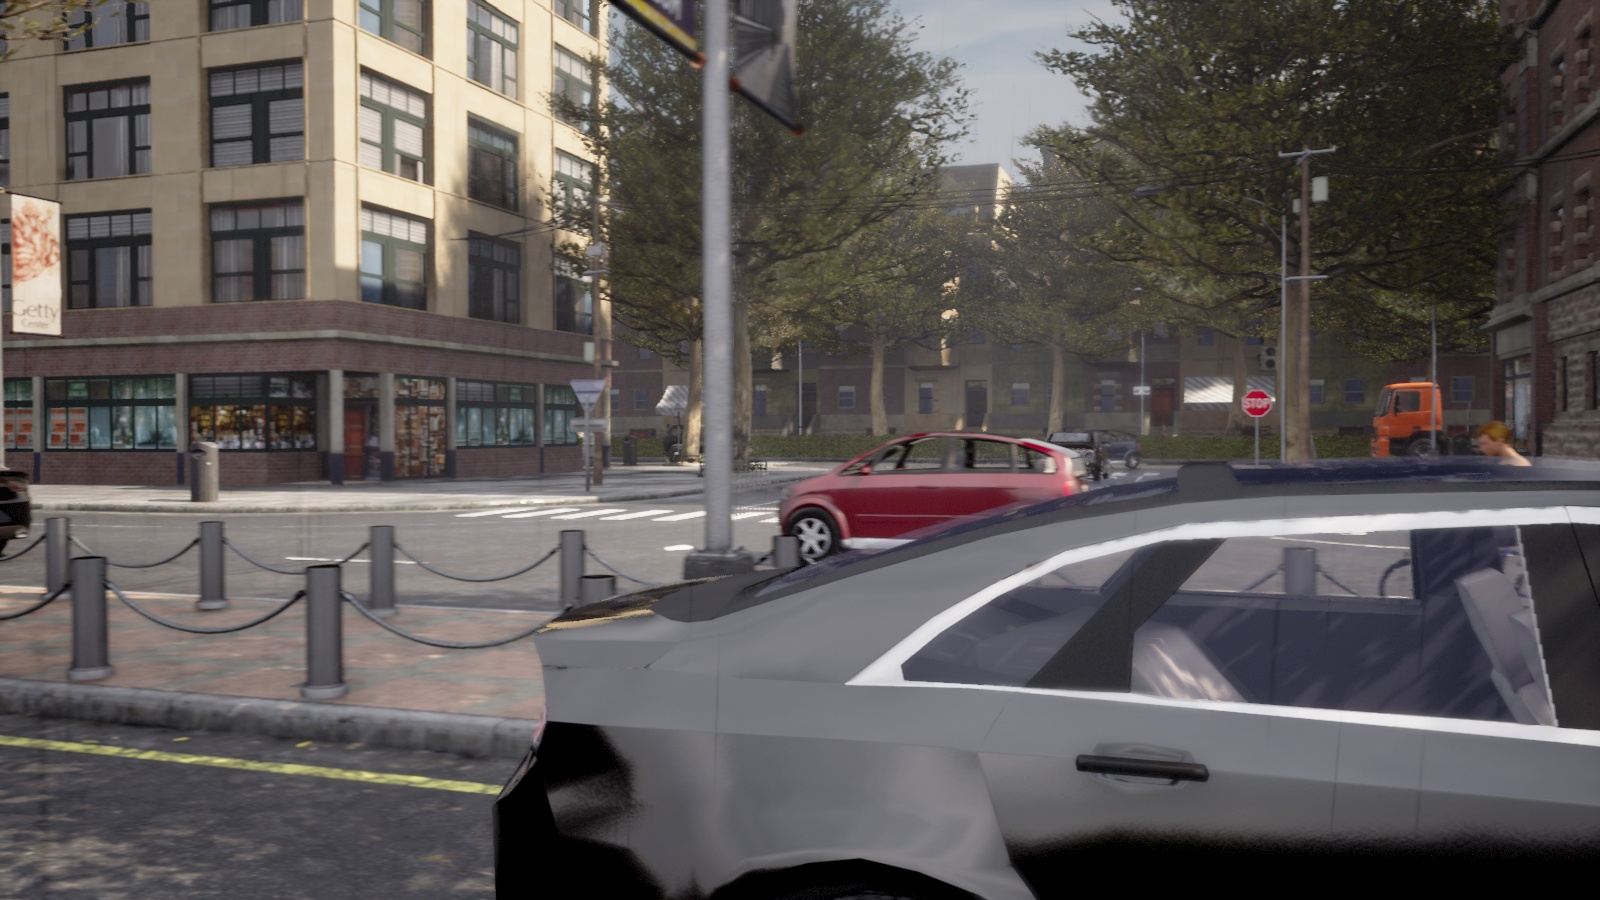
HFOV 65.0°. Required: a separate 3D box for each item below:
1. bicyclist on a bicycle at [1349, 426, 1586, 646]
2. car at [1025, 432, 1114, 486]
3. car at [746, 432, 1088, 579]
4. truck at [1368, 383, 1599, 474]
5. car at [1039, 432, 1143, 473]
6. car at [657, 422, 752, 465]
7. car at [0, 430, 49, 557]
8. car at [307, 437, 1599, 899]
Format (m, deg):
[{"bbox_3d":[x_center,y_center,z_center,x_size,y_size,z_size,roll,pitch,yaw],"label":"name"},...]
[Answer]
[{"bbox_3d":[5.191,0.624,9.880,1.509,1.612,0.866,1,1,19],"label":"bicyclist on a bicycle"},{"bbox_3d":[8.171,0.209,37.712,2.128,1.511,4.902,1,1,18],"label":"car"},{"bbox_3d":[1.414,0.573,14.849,3.705,1.549,1.789,1,1,19],"label":"car"},{"bbox_3d":[27.141,-0.854,49.987,7.936,3.462,2.891,0,1,19],"label":"truck"},{"bbox_3d":[11.356,0.063,49.010,3.705,1.549,1.789,0,1,-30],"label":"car"},{"bbox_3d":[-4.317,-0.304,56.836,3.866,1.878,1.905,1,1,19],"label":"car"},{"bbox_3d":[-12.128,0.507,15.714,5.008,1.535,1.882,1,1,19],"label":"car"},{"bbox_3d":[1.729,0.747,2.611,4.902,1.511,2.128,1,1,19],"label":"car"}]
